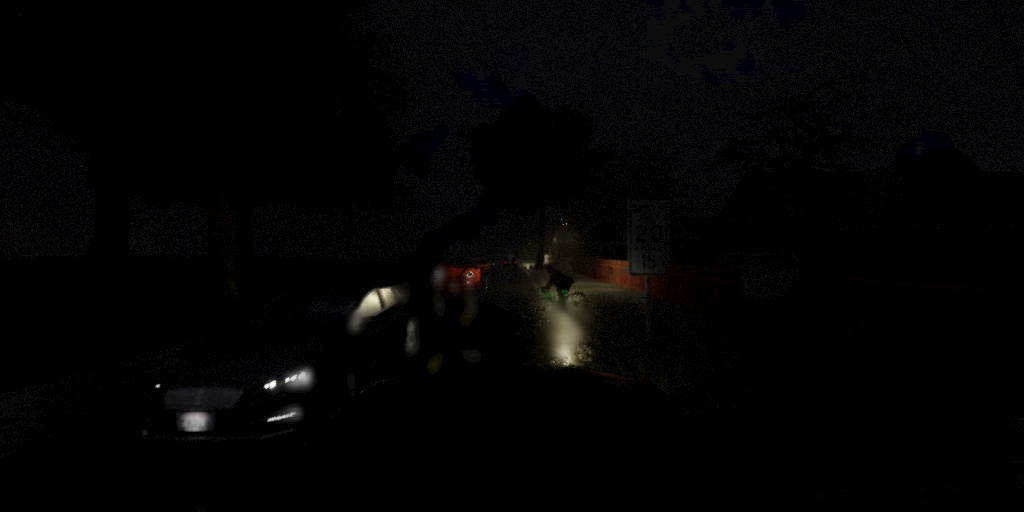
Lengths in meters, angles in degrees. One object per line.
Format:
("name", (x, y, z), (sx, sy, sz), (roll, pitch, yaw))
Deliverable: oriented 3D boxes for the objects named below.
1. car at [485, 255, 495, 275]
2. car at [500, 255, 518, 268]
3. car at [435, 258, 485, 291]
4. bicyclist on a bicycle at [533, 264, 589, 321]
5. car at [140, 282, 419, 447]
("car", (-2.939, 0.917, 32.972), (1.882, 1.535, 5.008), (0, 1, 1))
("car", (-0.173, 0.813, 47.270), (2.033, 1.411, 5.357), (0, 1, 0))
("car", (-2.921, 0.922, 20.321), (2.097, 1.767, 4.553), (0, 1, 0))
("bicyclist on a bicycle", (1.362, 1.027, 10.502), (1.656, 1.620, 0.582), (-9, 1, 0))
("car", (-2.861, 1.207, 5.680), (2.128, 1.511, 4.902), (0, 1, 0))
